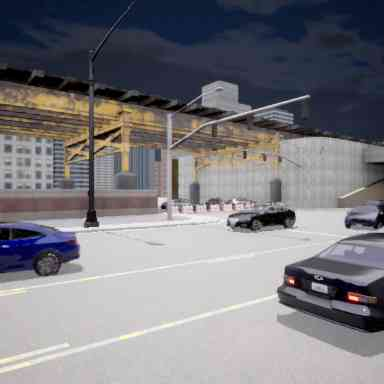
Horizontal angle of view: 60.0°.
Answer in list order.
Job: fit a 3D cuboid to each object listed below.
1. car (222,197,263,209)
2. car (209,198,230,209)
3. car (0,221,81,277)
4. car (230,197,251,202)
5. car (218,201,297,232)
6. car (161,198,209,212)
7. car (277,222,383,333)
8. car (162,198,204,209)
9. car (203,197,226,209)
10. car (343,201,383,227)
[{"bbox_3d":[6.708,1.453,44.231,4.974,1.542,2.038,0,0,-7],"label":"car"},{"bbox_3d":[2.796,1.453,40.472,2.038,1.542,4.974,0,0,18],"label":"car"},{"bbox_3d":[-5.366,1.526,8.780,4.674,1.442,1.812,0,0,-35],"label":"car"},{"bbox_3d":[6.656,1.295,44.224,4.536,1.218,1.853,0,0,-7],"label":"car"},{"bbox_3d":[4.246,1.491,19.980,4.902,1.511,2.128,0,0,-37],"label":"car"},{"bbox_3d":[-0.949,1.453,37.788,4.974,1.542,2.038,0,0,8],"label":"car"},{"bbox_3d":[4.050,1.547,6.664,5.357,1.411,2.033,0,0,-35],"label":"car"},{"bbox_3d":[-1.001,1.295,37.795,4.536,1.218,1.853,0,0,8],"label":"car"},{"bbox_3d":[2.812,1.295,40.521,1.853,1.218,4.536,0,0,18],"label":"car"},{"bbox_3d":[11.335,1.547,21.513,2.033,1.411,5.357,0,0,37],"label":"car"}]
